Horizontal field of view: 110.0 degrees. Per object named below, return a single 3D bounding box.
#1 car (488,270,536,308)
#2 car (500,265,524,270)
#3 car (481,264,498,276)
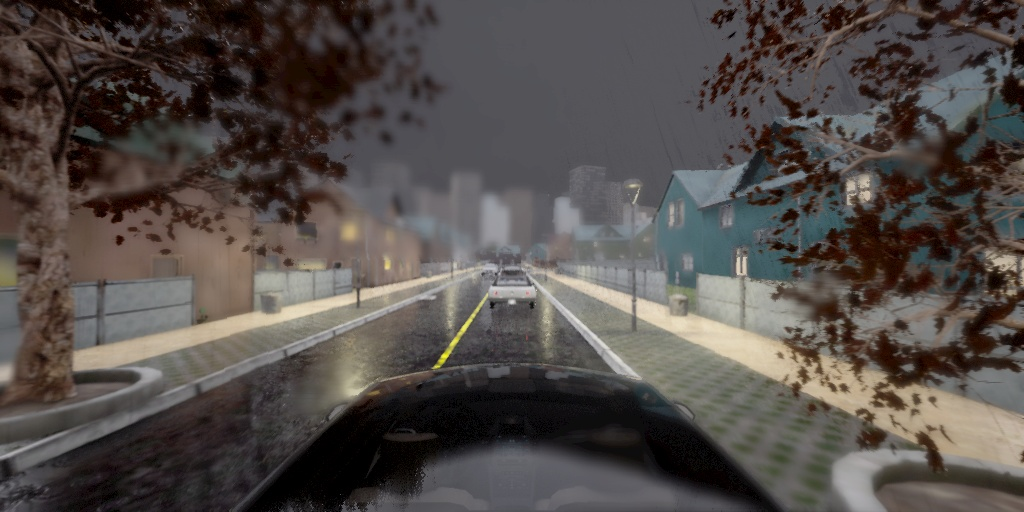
[{"bbox_3d":[0.006,1.489,15.964,1.895,1.301,4.718,0,-1,0],"label":"car"},{"bbox_3d":[0.016,1.518,31.346,1.882,1.535,5.008,0,0,0],"label":"car"},{"bbox_3d":[-2.742,1.706,45.220,1.812,1.442,4.674,0,-1,0],"label":"car"}]
